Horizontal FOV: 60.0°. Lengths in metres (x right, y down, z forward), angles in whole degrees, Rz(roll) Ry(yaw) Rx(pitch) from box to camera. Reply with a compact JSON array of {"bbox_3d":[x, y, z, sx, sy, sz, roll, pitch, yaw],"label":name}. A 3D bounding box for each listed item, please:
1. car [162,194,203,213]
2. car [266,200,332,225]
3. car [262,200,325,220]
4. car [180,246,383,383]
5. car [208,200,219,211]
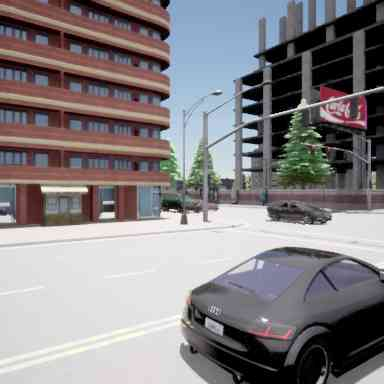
[{"bbox_3d":[-1.157,1.220,36.597,2.150,2.045,5.566,0,0,-36],"label":"car"},{"bbox_3d":[7.736,1.506,24.302,1.837,1.490,4.892,0,-1,-36],"label":"car"},{"bbox_3d":[8.778,1.492,29.140,2.128,1.511,4.902,0,0,-39],"label":"car"},{"bbox_3d":[1.895,1.564,5.115,4.181,1.385,1.994,0,0,-35],"label":"car"},{"bbox_3d":[1.244,1.525,39.234,1.812,1.442,4.674,0,0,-36],"label":"car"}]
